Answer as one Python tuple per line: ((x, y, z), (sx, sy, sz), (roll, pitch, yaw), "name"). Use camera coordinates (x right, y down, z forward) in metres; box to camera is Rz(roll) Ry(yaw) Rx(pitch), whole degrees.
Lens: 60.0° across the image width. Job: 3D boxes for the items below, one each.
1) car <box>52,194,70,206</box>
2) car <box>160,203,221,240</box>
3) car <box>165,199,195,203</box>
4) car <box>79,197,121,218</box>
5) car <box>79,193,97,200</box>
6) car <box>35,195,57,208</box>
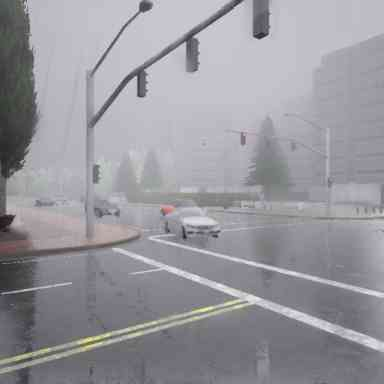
((-22.199, 1.311, 55.745), (2.150, 2.045, 5.566), (0, 0, -36), "car")
((-0.115, 1.525, 17.292), (1.812, 1.442, 4.674), (0, 0, -20), "car")
((-0.594, 1.352, 25.586), (2.097, 1.767, 4.553), (0, 0, -37), "car")
((-8.047, 1.491, 29.866), (2.128, 1.511, 4.902), (0, 0, -36), "car")
((-20.389, 1.221, 65.395), (2.150, 2.045, 5.566), (0, 0, -36), "car")
((-21.840, 1.507, 49.153), (1.837, 1.490, 4.892), (0, -1, -35), "car")
